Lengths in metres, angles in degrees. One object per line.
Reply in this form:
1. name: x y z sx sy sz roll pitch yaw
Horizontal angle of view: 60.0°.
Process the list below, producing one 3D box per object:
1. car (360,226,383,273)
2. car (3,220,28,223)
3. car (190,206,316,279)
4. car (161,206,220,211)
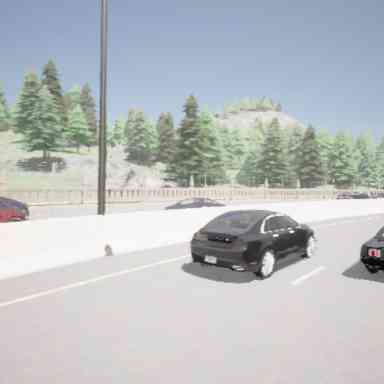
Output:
1. car: 6.163 1.449 9.035 1.895 1.301 4.718 3 2 41
2. car: -8.770 0.965 12.996 1.994 1.385 4.181 3 2 38
3. car: 1.956 1.250 9.397 1.837 1.490 4.892 2 2 39
4. car: 0.198 1.002 18.283 1.994 1.385 4.181 3 2 43
